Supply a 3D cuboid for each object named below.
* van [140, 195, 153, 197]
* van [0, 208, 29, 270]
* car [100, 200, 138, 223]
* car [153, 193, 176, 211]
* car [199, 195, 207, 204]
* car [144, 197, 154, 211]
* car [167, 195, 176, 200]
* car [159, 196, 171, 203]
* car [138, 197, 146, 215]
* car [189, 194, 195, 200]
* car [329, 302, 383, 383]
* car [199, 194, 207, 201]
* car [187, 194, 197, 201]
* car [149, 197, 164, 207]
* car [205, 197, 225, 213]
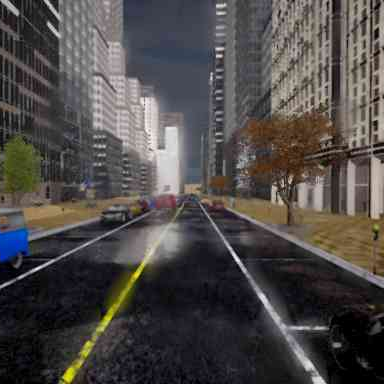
[{"bbox_3d":[-5.700,1.320,42.044,1.690,1.788,3.998,-1,0,0],"label":"van"},{"bbox_3d":[-5.704,1.333,8.294,1.690,1.788,3.998,-1,0,0],"label":"van"},{"bbox_3d":[-5.699,1.532,25.169,2.008,1.369,4.403,-1,0,0],"label":"car"},{"bbox_3d":[-3.083,1.200,40.396,2.150,2.045,5.566,0,0,0],"label":"car"},{"bbox_3d":[2.357,1.439,62.484,1.801,1.575,5.366,0,0,0],"label":"car"},{"bbox_3d":[-5.698,1.523,36.420,1.887,1.381,4.507,-1,0,0],"label":"car"},{"bbox_3d":[-5.691,1.554,92.669,2.008,1.369,4.403,-1,0,0],"label":"car"},{"bbox_3d":[-5.694,1.536,70.170,2.008,1.369,4.403,-1,0,0],"label":"car"},{"bbox_3d":[-5.699,1.505,30.625,1.752,1.417,4.829,-1,0,0],"label":"car"},{"bbox_3d":[0.011,1.373,94.937,1.837,1.490,4.892,0,0,0],"label":"car"},{"bbox_3d":[2.679,1.563,2.668,1.947,1.339,4.313,-1,0,0],"label":"car"},{"bbox_3d":[2.685,1.433,81.419,1.967,1.590,4.097,-1,0,0],"label":"car"},{"bbox_3d":[0.009,1.422,79.167,1.812,1.442,4.674,0,0,0],"label":"car"},{"bbox_3d":[-5.696,1.524,53.294,1.887,1.381,4.507,-1,0,0],"label":"car"},{"bbox_3d":[2.683,1.560,36.419,1.802,1.307,4.206,-1,0,0],"label":"car"}]
